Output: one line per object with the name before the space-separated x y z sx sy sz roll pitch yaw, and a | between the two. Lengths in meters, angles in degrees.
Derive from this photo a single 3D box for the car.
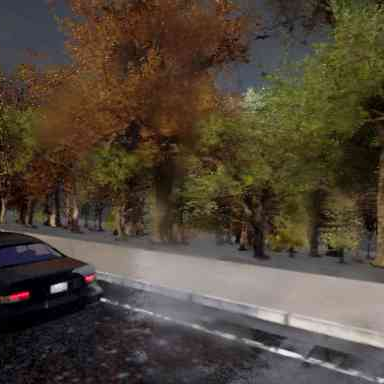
car | -4.104 1.519 6.611 5.357 1.411 2.033 0 0 35
